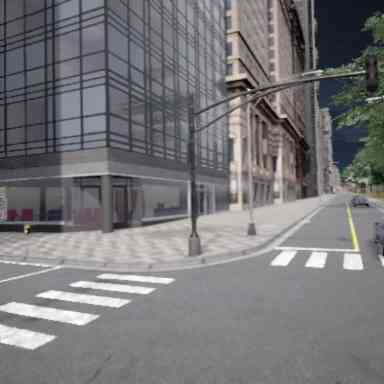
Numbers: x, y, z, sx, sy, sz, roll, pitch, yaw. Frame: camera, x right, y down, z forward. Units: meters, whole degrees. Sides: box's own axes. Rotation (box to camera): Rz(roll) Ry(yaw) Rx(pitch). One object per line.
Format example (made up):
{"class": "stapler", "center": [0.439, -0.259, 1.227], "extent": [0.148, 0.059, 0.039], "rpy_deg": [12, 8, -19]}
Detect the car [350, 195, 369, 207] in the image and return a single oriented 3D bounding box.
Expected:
{"class": "car", "center": [22.263, 1.255, 43.938], "extent": [2.033, 1.411, 5.357], "rpy_deg": [-2, -1, 24]}

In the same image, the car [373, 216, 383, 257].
{"class": "car", "center": [7.681, 1.487, 11.966], "extent": [1.895, 1.301, 4.718], "rpy_deg": [-2, -1, 25]}

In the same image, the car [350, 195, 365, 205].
{"class": "car", "center": [26.555, 1.211, 53.545], "extent": [2.033, 1.411, 5.357], "rpy_deg": [-2, -1, 25]}
